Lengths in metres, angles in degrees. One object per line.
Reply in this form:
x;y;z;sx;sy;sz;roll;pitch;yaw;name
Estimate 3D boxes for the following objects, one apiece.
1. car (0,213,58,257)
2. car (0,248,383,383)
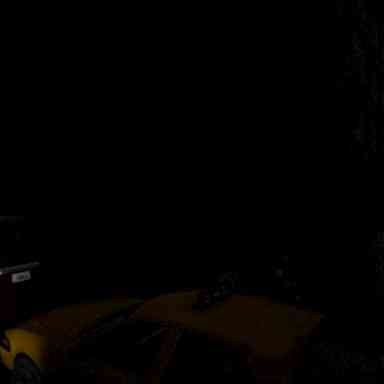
-4.427;1.320;6.238;5.009;1.841;2.192;0;1;36;car
-0.021;1.526;3.089;4.829;1.417;1.752;0;1;36;car
